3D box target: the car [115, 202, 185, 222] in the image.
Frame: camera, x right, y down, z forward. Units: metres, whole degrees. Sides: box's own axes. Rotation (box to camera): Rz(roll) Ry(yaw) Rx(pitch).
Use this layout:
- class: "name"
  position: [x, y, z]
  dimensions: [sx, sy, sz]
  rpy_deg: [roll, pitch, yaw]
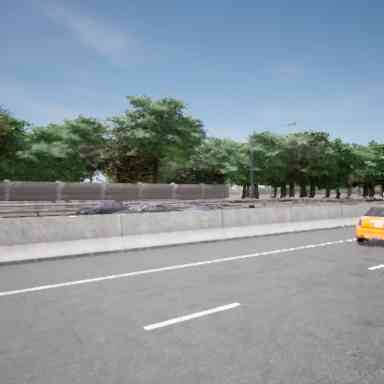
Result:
- class: "car"
  position: [-3.396, 1.559, 27.368]
  dimensions: [5.357, 1.411, 2.033]
  rpy_deg: [0, 0, -35]

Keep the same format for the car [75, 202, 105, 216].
- class: "car"
  position: [-7.236, 1.557, 28.928]
  dimensions: [5.357, 1.411, 2.033]
  rpy_deg: [0, 0, -35]

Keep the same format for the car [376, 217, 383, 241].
- class: "car"
  position: [7.286, 1.489, 9.070]
  dimensions: [5.008, 1.535, 1.882]
  rpy_deg: [0, 0, -36]

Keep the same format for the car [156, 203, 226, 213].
- class: "car"
  position: [0.670, 1.560, 21.671]
  dimensions: [5.357, 1.411, 2.033]
  rpy_deg: [0, 0, -35]

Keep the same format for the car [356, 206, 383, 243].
- class: "car"
  position: [9.369, 1.368, 14.857]
  dimensions: [4.553, 1.767, 2.097]
  rpy_deg: [0, 0, -36]

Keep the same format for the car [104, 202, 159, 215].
- class: "car"
  position: [-3.184, 1.501, 23.218]
  dimensions: [4.902, 1.511, 2.128]
  rpy_deg: [0, 0, -35]
